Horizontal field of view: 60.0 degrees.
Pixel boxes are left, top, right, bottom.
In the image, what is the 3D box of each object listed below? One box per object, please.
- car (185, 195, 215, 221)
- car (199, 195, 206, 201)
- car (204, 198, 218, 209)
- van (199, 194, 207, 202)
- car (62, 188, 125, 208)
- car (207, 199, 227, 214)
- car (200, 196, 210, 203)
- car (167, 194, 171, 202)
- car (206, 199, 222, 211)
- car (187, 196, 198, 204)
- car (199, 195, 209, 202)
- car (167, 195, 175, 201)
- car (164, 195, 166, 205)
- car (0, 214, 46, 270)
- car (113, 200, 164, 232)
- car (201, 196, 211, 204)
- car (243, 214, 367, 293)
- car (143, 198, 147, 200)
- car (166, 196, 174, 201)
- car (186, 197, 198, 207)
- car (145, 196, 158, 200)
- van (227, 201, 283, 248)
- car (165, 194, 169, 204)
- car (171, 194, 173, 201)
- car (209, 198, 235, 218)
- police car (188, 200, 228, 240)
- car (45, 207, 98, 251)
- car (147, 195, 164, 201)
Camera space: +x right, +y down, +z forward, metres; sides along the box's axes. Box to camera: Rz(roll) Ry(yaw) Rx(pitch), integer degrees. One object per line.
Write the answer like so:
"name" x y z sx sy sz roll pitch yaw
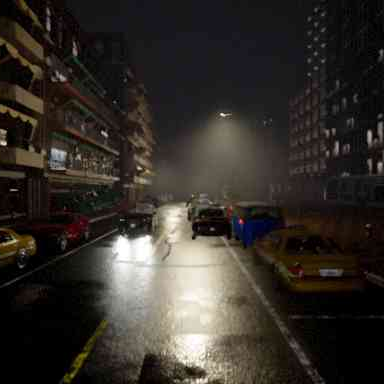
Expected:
"car" 0.762 1.349 27.107 2.097 1.767 4.553 0 0 3
"car" 2.686 1.574 86.112 1.752 1.417 4.829 0 0 0
"car" 2.685 1.588 47.256 1.802 1.307 4.206 0 0 0
"van" 2.684 1.381 80.417 1.690 1.788 3.998 0 0 0
"car" -8.739 0.662 29.560 2.150 2.045 5.566 3 21 46
"car" 2.685 1.526 36.373 1.752 1.417 4.829 0 0 0
"car" 2.686 1.591 69.363 1.947 1.339 4.313 0 0 0
"car" -5.695 1.459 63.836 1.967 1.590 4.097 0 0 0
"car" 2.686 1.584 41.730 1.802 1.307 4.206 0 0 0
"car" 0.003 1.511 66.741 2.128 1.511 4.902 0 0 0
"car" 2.685 1.472 74.889 1.967 1.590 4.097 0 0 0
"car" -5.694 1.639 91.469 1.802 1.307 4.206 0 0 0
"car" -5.694 1.559 52.783 2.008 1.369 4.403 0 0 0
"car" -5.695 1.522 8.400 1.752 1.417 4.829 0 0 0
"car" -3.099 1.486 19.917 2.128 1.511 4.902 0 0 0
"car" 2.686 1.545 64.005 1.752 1.417 4.829 0 0 0
"car" 2.685 1.522 8.740 1.752 1.417 4.829 0 0 0
"car" -5.695 1.542 30.677 1.887 1.381 4.507 0 0 0
"car" -5.694 1.630 85.943 1.802 1.307 4.206 0 0 0
"car" 0.002 1.513 51.592 1.837 1.490 4.892 0 0 0
"car" -5.695 1.527 41.561 1.752 1.417 4.829 0 0 0
"van" 2.684 1.336 14.095 1.690 1.788 3.998 0 0 0
"car" -5.694 1.564 58.310 2.008 1.369 4.403 0 0 0
"car" -5.694 1.591 69.363 1.947 1.339 4.313 0 0 0
"car" 2.685 1.438 30.676 1.967 1.590 4.097 0 0 0
"police car" 0.901 1.420 17.204 1.930 1.638 5.238 0 0 0
"car" -5.695 1.540 14.096 1.887 1.381 4.507 0 0 0
"car" -5.696 1.320 47.256 2.192 1.841 5.009 0 0 0
